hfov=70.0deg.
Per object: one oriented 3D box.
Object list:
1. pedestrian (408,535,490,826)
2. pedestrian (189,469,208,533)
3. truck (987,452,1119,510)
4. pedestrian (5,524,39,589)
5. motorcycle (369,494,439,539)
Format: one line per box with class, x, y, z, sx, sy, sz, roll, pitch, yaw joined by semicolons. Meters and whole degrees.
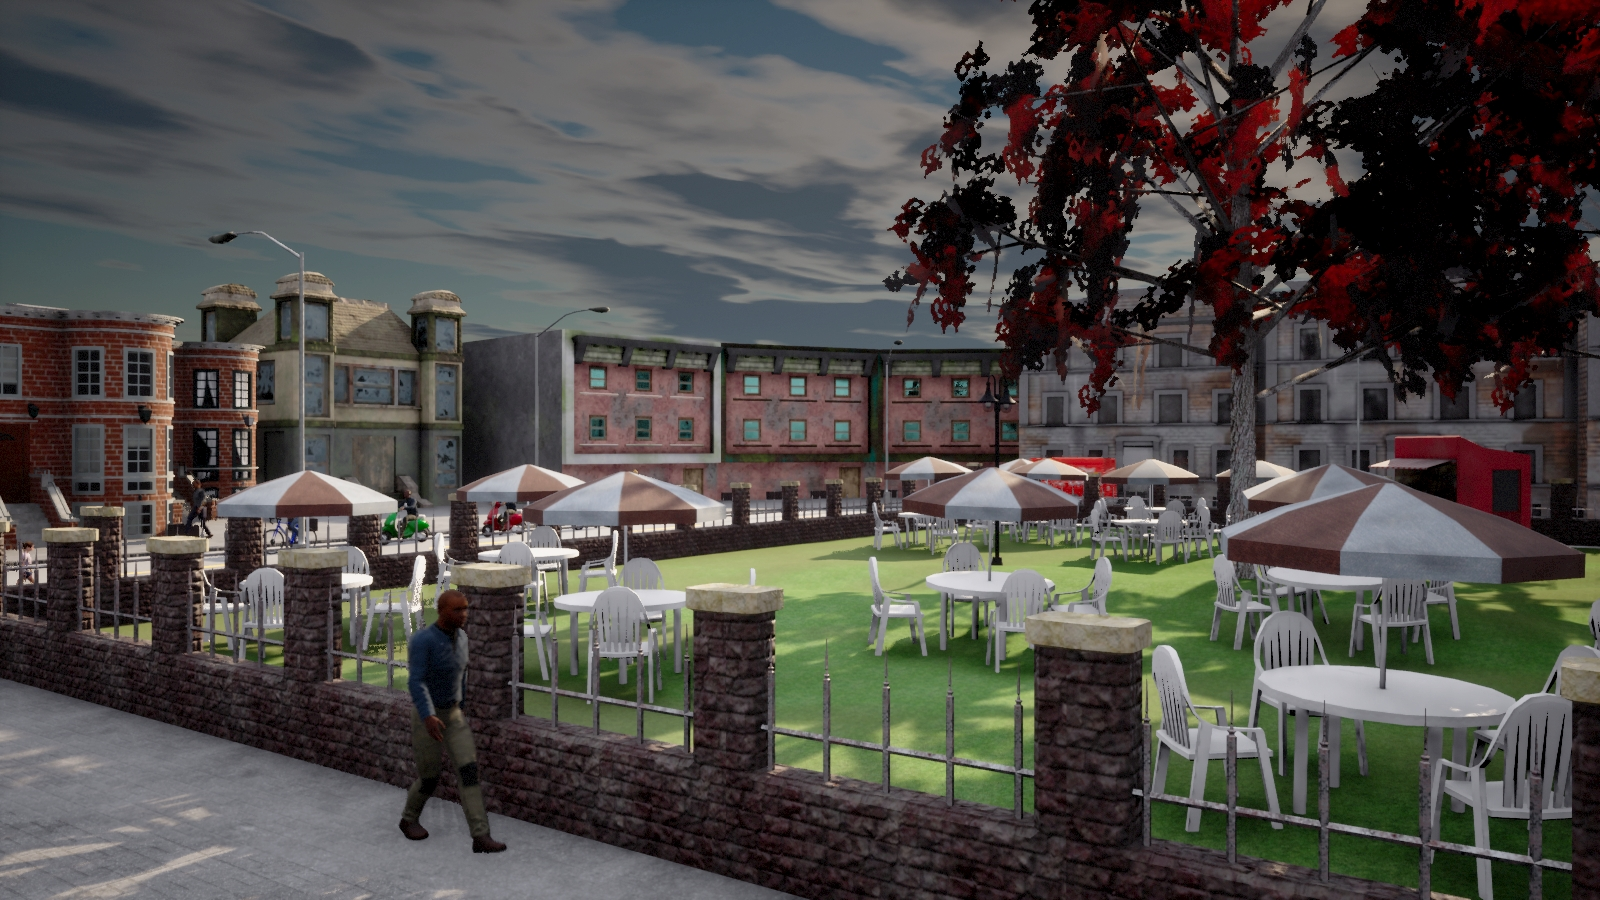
pedestrian;-2.370;1.522;7.718;0.375;1.860;0.375;0;0;34
pedestrian;-17.877;1.512;33.941;0.375;1.860;0.375;0;0;34
truck;11.335;1.340;51.270;5.204;2.467;2.627;0;0;30
pedestrian;-13.946;1.906;20.489;0.500;1.100;0.500;0;0;-34
motorcycle;-11.759;1.950;33.969;0.856;1.236;1.805;0;0;35
